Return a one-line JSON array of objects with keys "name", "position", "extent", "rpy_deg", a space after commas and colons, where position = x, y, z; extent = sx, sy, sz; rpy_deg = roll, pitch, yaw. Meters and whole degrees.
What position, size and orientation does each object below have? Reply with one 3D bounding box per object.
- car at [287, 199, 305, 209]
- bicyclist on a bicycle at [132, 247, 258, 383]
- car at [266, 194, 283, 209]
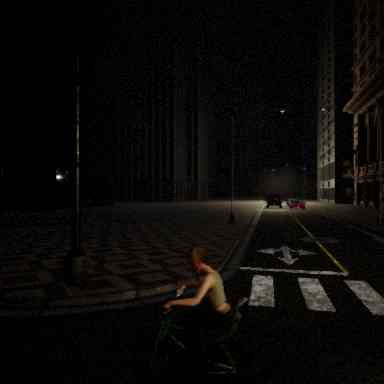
[{"name": "car", "position": [14.495, 1.686, 45.926], "extent": [1.895, 1.301, 4.718], "rpy_deg": [0, 0, 14]}, {"name": "bicyclist on a bicycle", "position": [0.004, 1.436, 3.807], "extent": [1.509, 1.612, 0.866], "rpy_deg": [0, 0, 13]}, {"name": "car", "position": [12.021, 1.308, 48.661], "extent": [2.150, 2.045, 5.566], "rpy_deg": [0, 0, 13]}]
